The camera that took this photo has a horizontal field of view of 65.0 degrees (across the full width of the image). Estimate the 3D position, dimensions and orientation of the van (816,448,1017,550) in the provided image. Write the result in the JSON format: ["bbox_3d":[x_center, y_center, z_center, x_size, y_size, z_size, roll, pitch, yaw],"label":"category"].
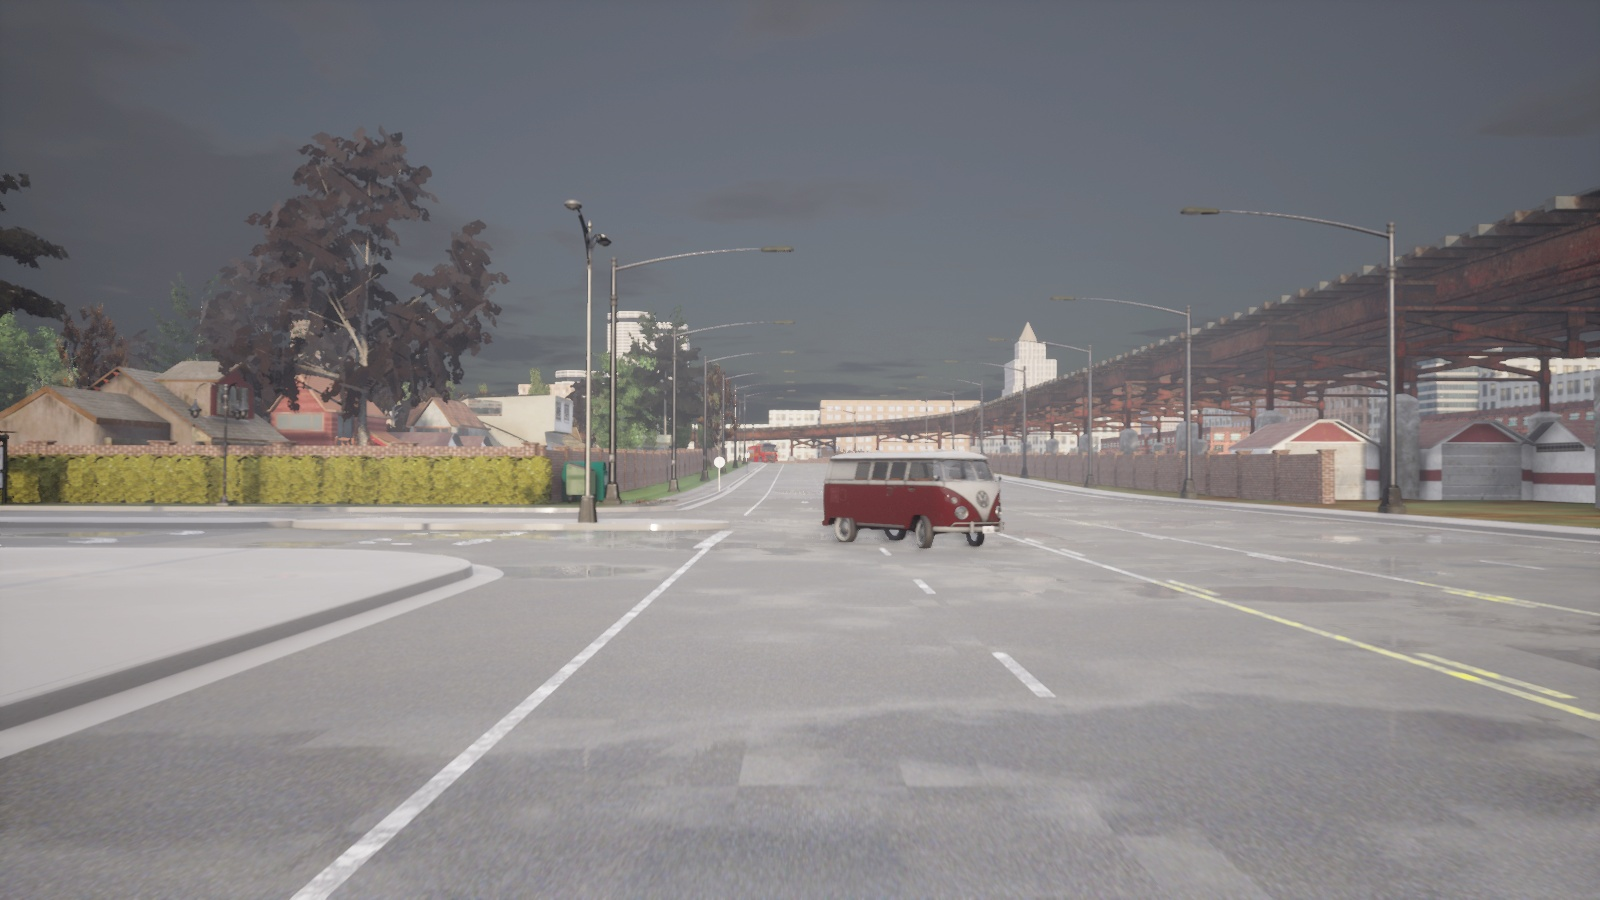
[{"bbox_3d":[2.383,1.006,26.817,1.775,1.987,4.442,1,-1,-36],"label":"van"}]
